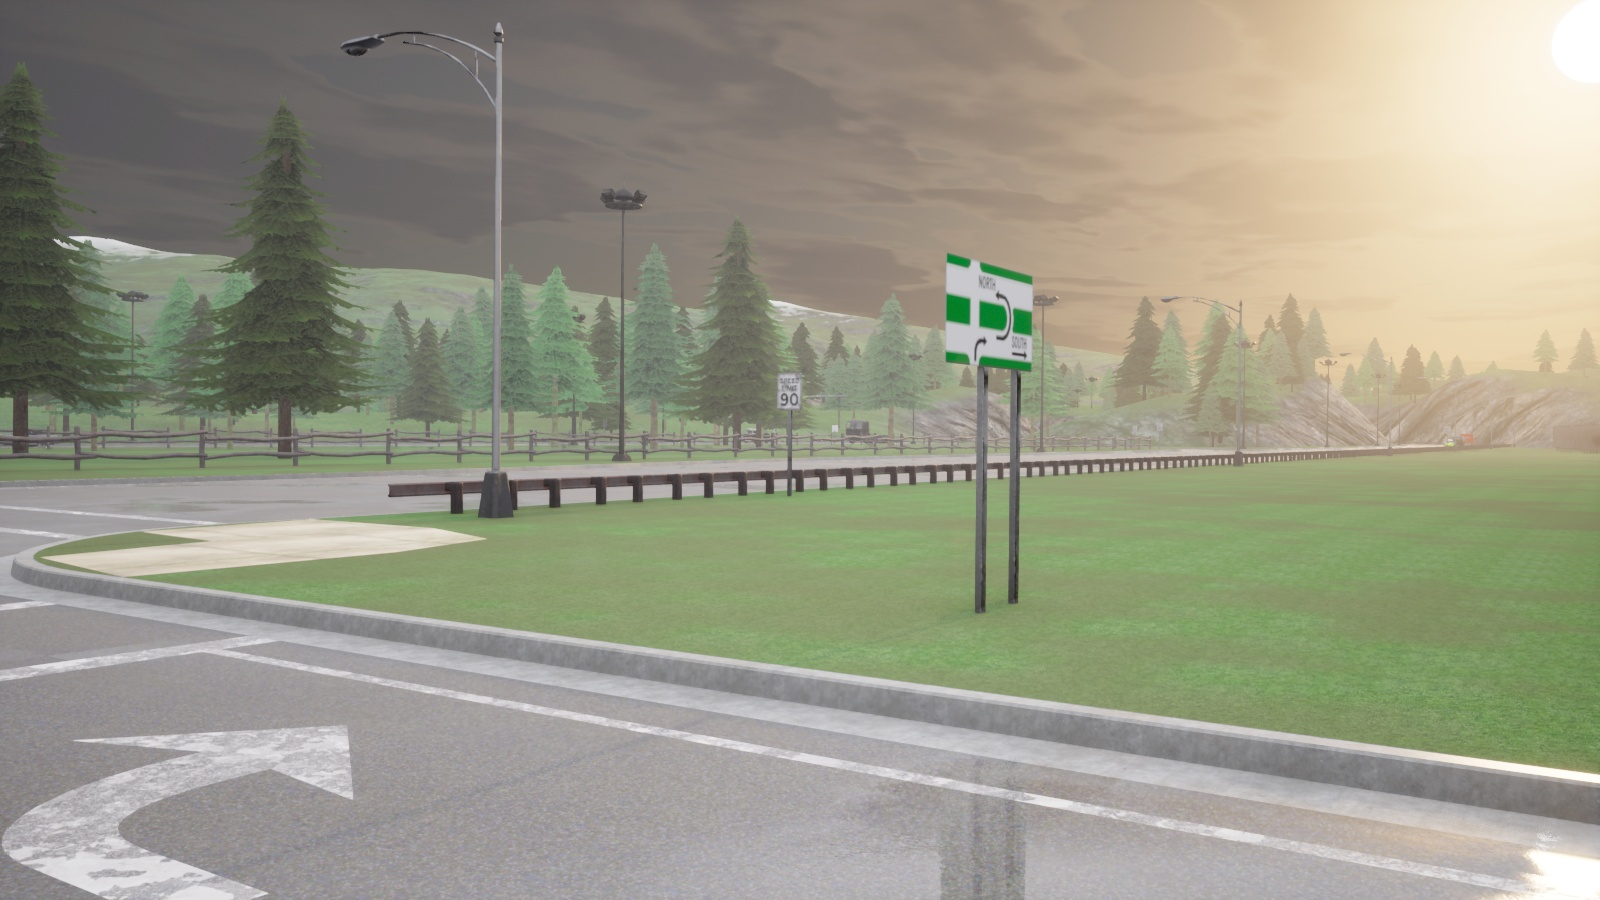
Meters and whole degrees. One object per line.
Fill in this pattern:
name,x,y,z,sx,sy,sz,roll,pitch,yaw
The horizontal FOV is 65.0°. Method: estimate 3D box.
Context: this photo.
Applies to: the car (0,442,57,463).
car,-51.034,0.182,81.234,1.895,1.301,4.718,0,1,33
